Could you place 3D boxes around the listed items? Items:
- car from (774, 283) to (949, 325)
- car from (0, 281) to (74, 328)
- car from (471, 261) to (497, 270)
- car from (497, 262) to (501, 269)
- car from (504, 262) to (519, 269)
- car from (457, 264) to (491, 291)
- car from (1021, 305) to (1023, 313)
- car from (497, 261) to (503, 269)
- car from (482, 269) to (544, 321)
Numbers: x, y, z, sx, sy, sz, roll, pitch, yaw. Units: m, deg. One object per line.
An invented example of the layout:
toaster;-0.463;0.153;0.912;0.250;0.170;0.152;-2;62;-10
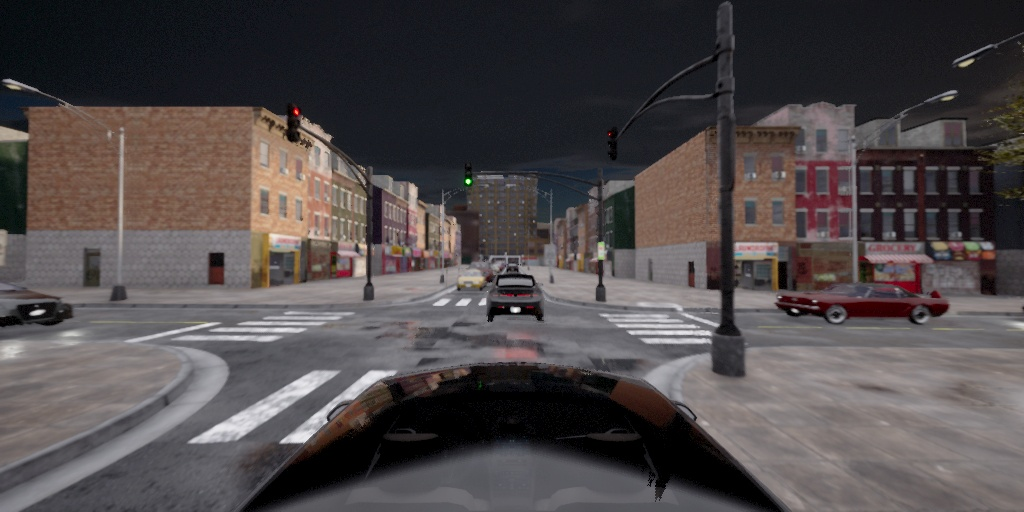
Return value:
car;11.980;1.611;12.534;4.718;1.301;1.895;1;-1;-3
car;-14.479;1.289;9.439;4.181;1.385;1.994;0;-1;0
car;-2.643;1.361;29.742;2.192;1.841;5.009;0;0;0
car;-2.645;1.721;40.630;2.007;1.370;4.403;0;0;0
car;0.090;1.813;54.487;1.882;1.535;5.008;0;-1;0
car;-2.642;1.512;24.129;1.751;1.417;4.829;0;0;0
car;21.092;1.671;12.564;4.674;1.442;1.812;1;-1;0
car;-2.647;1.825;51.346;1.751;1.417;4.829;0;0;0
car;0.107;1.392;13.156;1.837;1.490;4.892;0;-1;0
